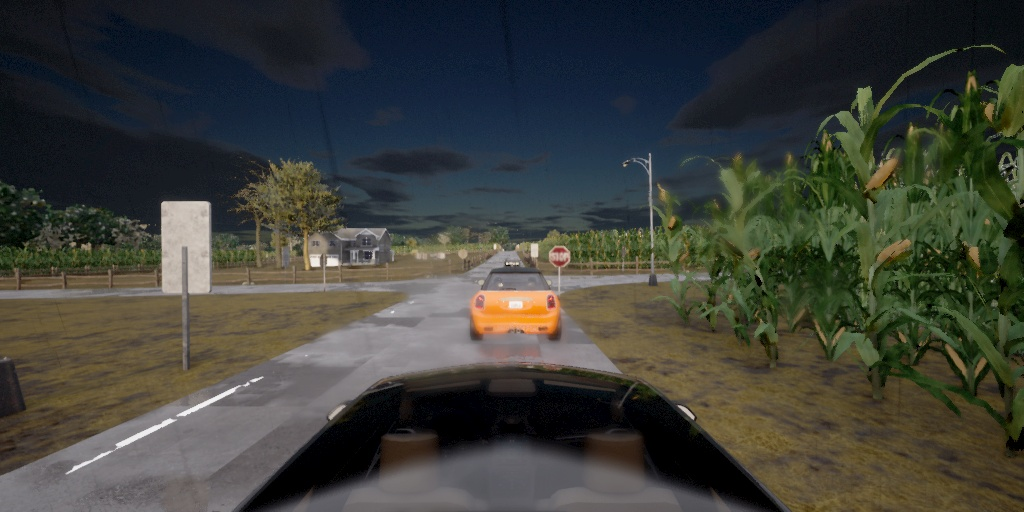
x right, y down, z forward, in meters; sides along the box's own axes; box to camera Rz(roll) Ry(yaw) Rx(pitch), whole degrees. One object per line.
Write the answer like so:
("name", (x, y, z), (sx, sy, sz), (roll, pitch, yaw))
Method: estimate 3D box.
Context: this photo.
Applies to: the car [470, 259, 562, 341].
("car", (0.084, 1.075, 9.980), (2.097, 1.767, 4.553), (0, 0, 0))
